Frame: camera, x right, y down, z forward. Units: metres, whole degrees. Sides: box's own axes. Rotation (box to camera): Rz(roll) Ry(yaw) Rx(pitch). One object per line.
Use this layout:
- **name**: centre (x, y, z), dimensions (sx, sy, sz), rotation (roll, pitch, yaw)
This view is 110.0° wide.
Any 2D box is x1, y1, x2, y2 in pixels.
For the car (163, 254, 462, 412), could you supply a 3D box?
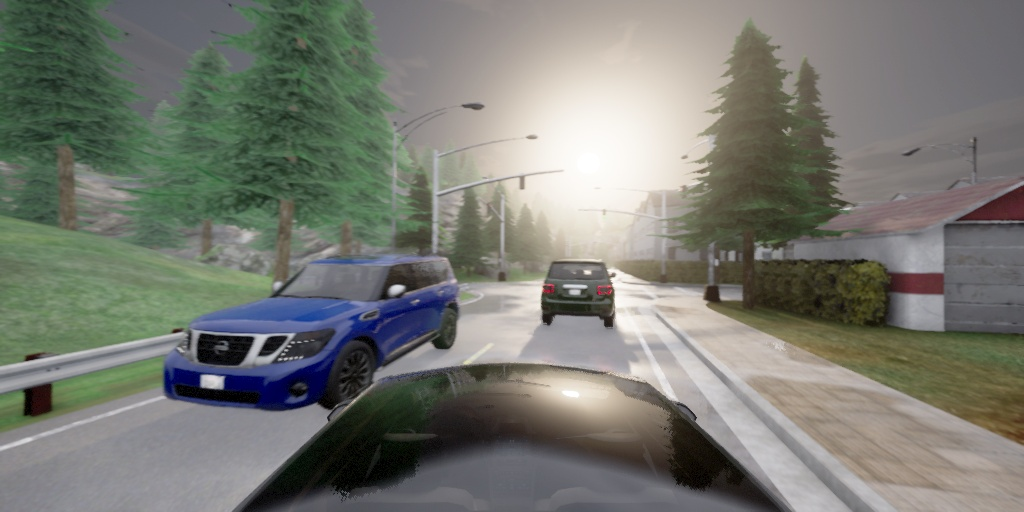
- **car**: centre (-2.702, 0.996, 6.620), dimensions (2.150, 2.045, 5.566), rotation (0, 1, 12)

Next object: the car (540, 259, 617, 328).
- **car**: centre (2.401, 1.130, 12.463), dimensions (2.150, 2.045, 5.566), rotation (0, -1, 14)

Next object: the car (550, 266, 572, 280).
- **car**: centre (5.614, 1.857, 40.452), dimensions (1.994, 1.385, 4.181), rotation (0, -1, 14)

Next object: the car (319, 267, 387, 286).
- **car**: centre (-12.440, 1.576, 28.115), dimensions (4.718, 1.301, 1.895), rotation (0, -1, 14)
